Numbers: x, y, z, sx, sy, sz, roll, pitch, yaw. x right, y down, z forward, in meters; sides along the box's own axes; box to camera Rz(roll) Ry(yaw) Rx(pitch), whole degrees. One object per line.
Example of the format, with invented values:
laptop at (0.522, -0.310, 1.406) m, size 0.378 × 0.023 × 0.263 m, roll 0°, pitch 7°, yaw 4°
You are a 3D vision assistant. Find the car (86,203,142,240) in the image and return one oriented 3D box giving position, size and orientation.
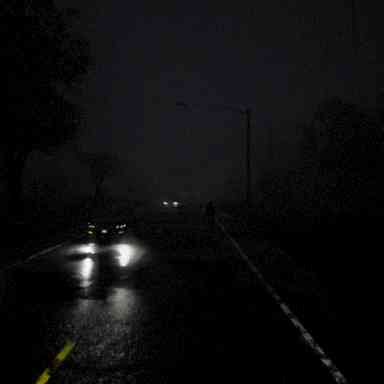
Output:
car at (-3.591, 1.343, 16.051) m, size 1.837 × 1.490 × 4.892 m, roll 0°, pitch 1°, yaw 0°

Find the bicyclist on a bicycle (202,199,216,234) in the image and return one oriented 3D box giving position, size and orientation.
bicyclist on a bicycle at (0.964, 1.282, 16.986) m, size 0.582 × 1.620 × 1.656 m, roll 0°, pitch 0°, yaw 0°

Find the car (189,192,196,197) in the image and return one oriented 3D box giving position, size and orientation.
car at (0.015, 0.751, 93.168) m, size 1.895 × 1.301 × 4.718 m, roll 0°, pitch 0°, yaw 0°

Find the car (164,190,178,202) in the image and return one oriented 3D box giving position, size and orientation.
car at (-3.514, 0.683, 57.433) m, size 2.150 × 2.045 × 5.566 m, roll 0°, pitch 1°, yaw 0°

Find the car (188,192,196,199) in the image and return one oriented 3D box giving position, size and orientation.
car at (0.012, 0.813, 78.554) m, size 2.033 × 1.411 × 5.357 m, roll 0°, pitch 0°, yaw 0°

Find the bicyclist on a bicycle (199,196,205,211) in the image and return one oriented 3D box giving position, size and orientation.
bicyclist on a bicycle at (0.983, 1.157, 28.141) m, size 0.866 × 1.612 × 1.509 m, roll 0°, pitch 1°, yaw 0°
